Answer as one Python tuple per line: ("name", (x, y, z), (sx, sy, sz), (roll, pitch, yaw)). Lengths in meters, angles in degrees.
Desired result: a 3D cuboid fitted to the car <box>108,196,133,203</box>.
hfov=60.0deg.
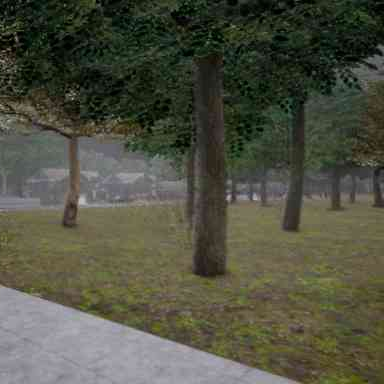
("car", (-14.326, 1.464, 67.088), (2.033, 1.411, 5.357), (0, 0, 35))
